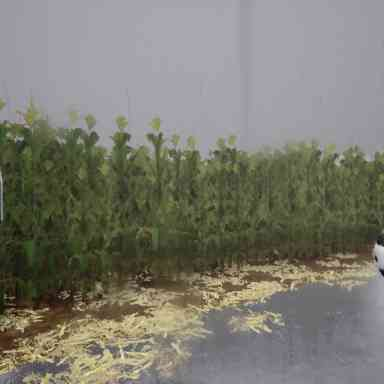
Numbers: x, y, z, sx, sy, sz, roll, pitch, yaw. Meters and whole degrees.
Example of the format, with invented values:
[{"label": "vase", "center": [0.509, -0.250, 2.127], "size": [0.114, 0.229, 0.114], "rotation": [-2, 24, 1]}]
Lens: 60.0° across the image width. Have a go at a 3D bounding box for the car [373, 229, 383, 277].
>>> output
[{"label": "car", "center": [7.007, 1.141, 8.765], "size": [5.566, 2.045, 2.150], "rotation": [0, 0, -37]}]
